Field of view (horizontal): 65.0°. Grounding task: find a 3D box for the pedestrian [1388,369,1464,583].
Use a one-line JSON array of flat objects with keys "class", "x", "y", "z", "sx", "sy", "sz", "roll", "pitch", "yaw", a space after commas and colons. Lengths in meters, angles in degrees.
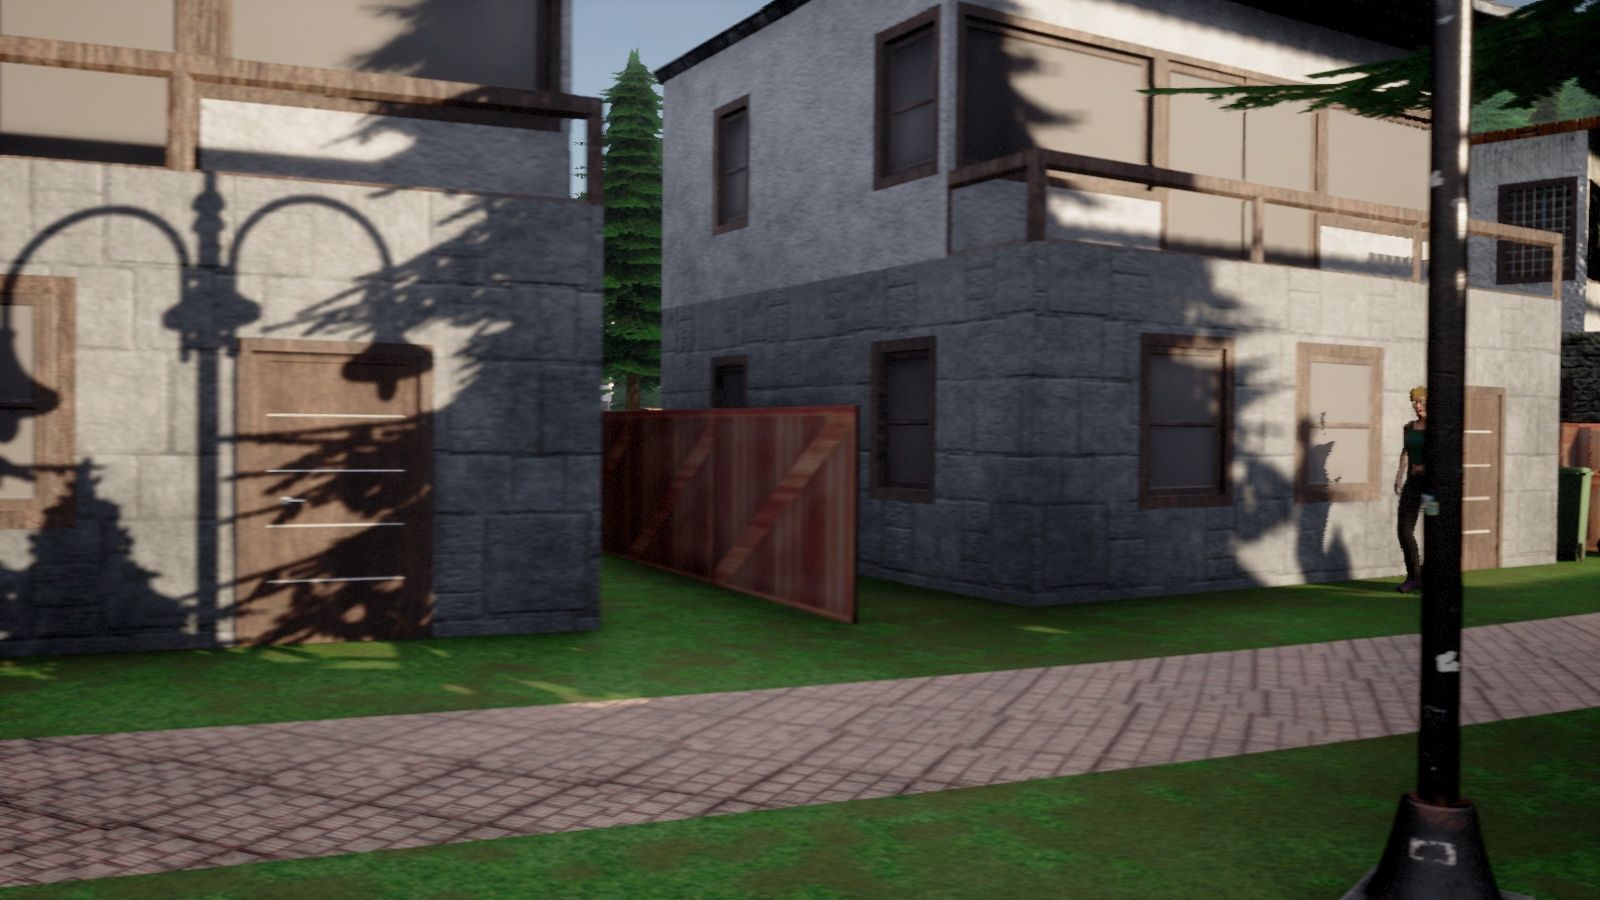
[{"class": "pedestrian", "x": 5.521, "y": 0.215, "z": 11.077, "sx": 0.594, "sy": 1.836, "sz": 0.345, "roll": -1, "pitch": 1, "yaw": -33}]
